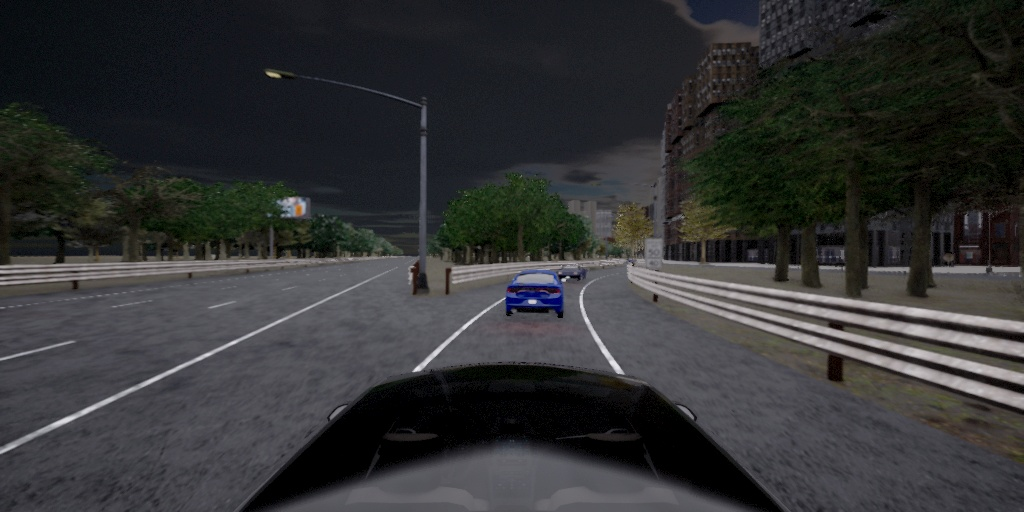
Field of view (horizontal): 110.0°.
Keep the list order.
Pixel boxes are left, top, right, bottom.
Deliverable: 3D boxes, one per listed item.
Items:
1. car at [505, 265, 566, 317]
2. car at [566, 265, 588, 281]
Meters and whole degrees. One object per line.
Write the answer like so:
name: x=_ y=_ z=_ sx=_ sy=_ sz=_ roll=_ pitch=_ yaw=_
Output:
car: x=0.978 y=1.252 z=13.341 sx=1.882 sy=1.535 sz=5.008 roll=0 pitch=0 yaw=8
car: x=5.152 y=1.373 z=30.118 sx=1.895 sy=1.301 sz=4.718 roll=0 pitch=0 yaw=20
